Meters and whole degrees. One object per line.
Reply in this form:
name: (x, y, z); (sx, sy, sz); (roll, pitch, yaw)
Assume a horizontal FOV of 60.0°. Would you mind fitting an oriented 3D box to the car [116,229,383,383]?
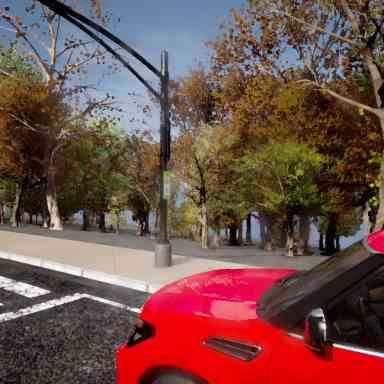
car: (1.984, 1.222, 2.298); (5.566, 2.045, 2.150); (0, 0, 34)
